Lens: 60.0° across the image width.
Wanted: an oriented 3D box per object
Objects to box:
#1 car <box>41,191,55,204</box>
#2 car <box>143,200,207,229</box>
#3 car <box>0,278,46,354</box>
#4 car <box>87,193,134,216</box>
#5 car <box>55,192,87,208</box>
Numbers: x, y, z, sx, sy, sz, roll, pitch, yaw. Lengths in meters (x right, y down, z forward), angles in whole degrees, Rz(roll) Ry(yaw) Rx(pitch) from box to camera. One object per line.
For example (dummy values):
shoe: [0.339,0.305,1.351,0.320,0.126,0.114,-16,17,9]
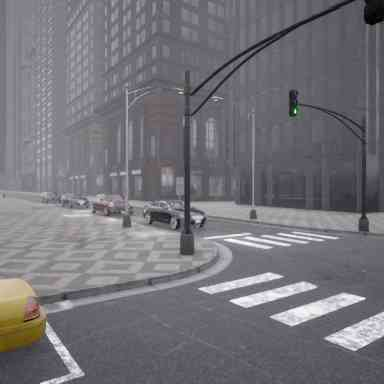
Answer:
car: [-18.326,0.688,43.248,1.837,1.490,4.892,0,1,-35]
car: [-1.104,1.205,19.218,2.128,1.511,4.902,0,1,-36]
car: [-4.259,1.525,3.614,4.829,1.417,1.752,0,0,-35]
car: [-6.435,0.895,26.638,2.097,1.767,4.553,0,1,-35]
car: [-12.316,0.853,34.828,2.128,1.511,4.902,0,1,-36]
